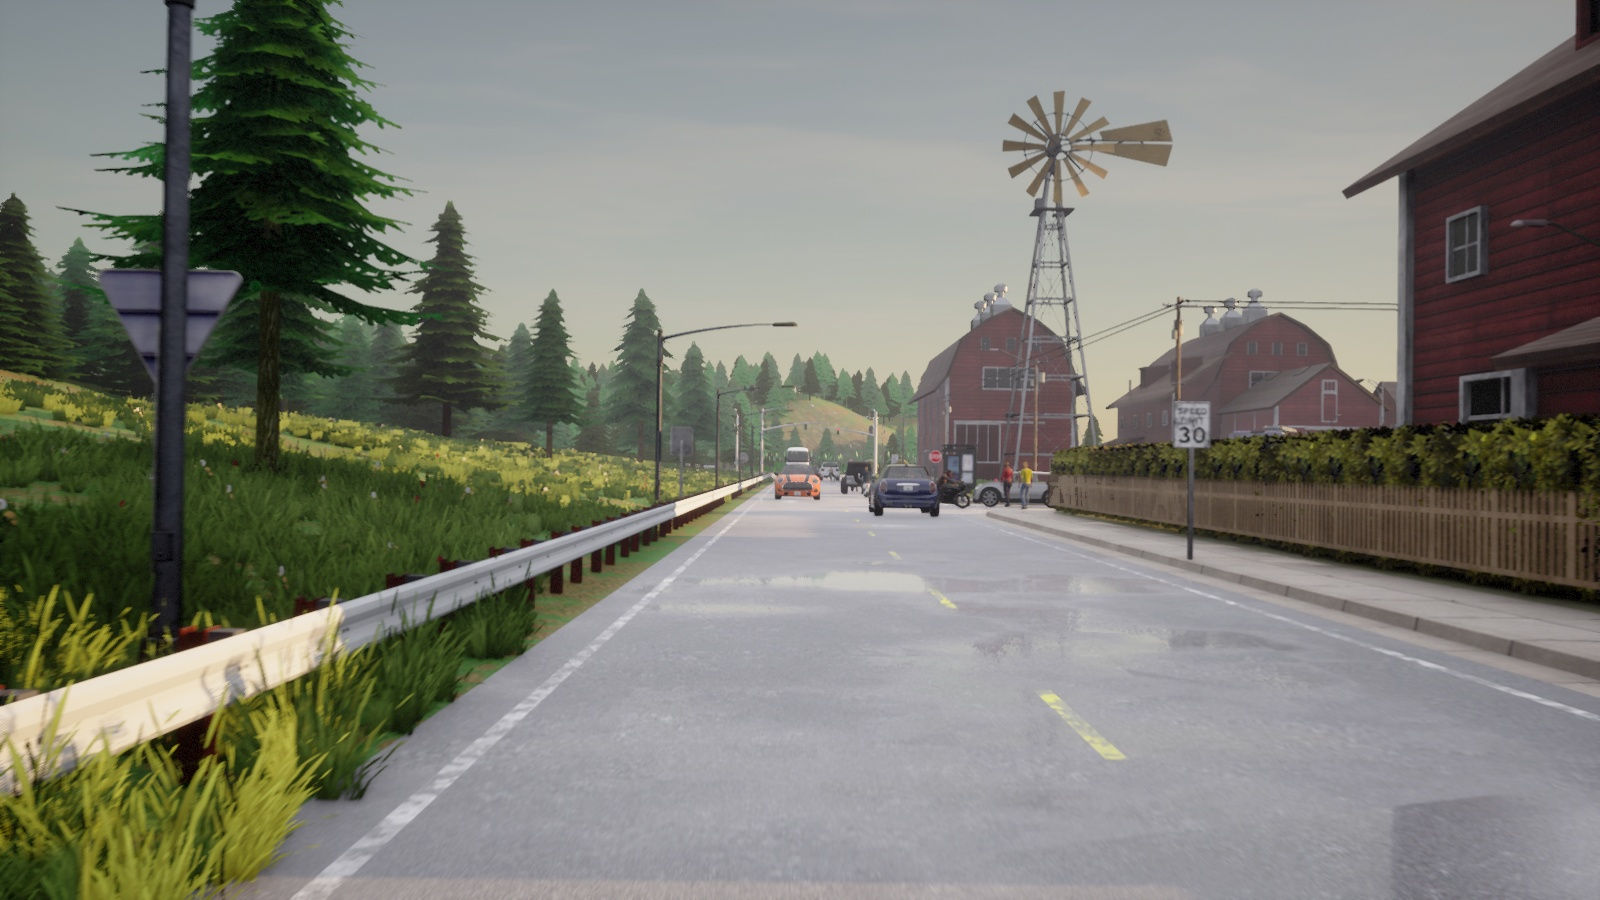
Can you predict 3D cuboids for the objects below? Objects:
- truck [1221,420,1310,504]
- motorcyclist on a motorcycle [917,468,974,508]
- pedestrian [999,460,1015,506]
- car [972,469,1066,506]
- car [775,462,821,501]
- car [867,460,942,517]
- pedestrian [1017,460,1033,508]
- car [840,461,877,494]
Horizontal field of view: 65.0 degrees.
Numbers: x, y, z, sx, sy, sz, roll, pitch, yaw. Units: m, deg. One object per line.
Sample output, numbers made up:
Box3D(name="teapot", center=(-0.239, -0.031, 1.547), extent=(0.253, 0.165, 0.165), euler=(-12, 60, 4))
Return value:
Box3D(name="truck", center=(23.015, 0.611, 61.766), extent=(2.891, 3.827, 8.468), euler=(0, -1, 29))
Box3D(name="motorcyclist on a motorcycle", center=(5.660, 1.478, 48.919), extent=(2.044, 1.523, 0.797), euler=(0, -1, 22))
Box3D(name="pedestrian", center=(8.342, 1.320, 50.561), extent=(0.331, 1.846, 0.636), euler=(1, -1, -21))
Box3D(name="car", center=(9.117, 1.529, 52.386), extent=(3.806, 1.475, 1.970), euler=(0, -1, 10))
Box3D(name="car", center=(-0.091, 1.448, 59.076), extent=(2.097, 1.767, 4.553), euler=(0, -1, 0))
Box3D(name="car", center=(3.438, 1.252, 42.103), extent=(2.097, 1.767, 4.553), euler=(0, -1, 0))
Box3D(name="pedestrian", center=(8.716, 1.298, 48.612), extent=(0.354, 1.836, 0.706), euler=(1, -1, -14))
Box3D(name="car", center=(3.384, 1.588, 73.202), extent=(1.905, 1.878, 3.866), euler=(0, -1, 0))
